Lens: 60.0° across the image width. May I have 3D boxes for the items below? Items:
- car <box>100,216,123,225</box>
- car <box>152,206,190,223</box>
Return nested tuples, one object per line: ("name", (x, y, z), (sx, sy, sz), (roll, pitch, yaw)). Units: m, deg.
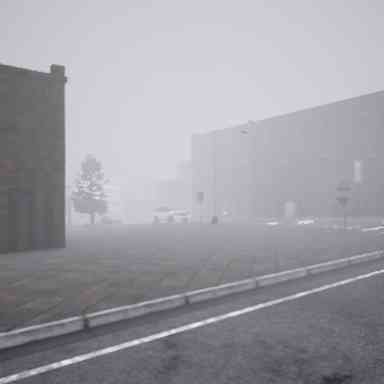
("car", (-12.870, 4.577, 52.657), (2.033, 1.411, 5.357), (0, -5, -36))
("car", (-2.533, 2.627, 38.455), (2.150, 2.045, 5.566), (0, -5, -36))
